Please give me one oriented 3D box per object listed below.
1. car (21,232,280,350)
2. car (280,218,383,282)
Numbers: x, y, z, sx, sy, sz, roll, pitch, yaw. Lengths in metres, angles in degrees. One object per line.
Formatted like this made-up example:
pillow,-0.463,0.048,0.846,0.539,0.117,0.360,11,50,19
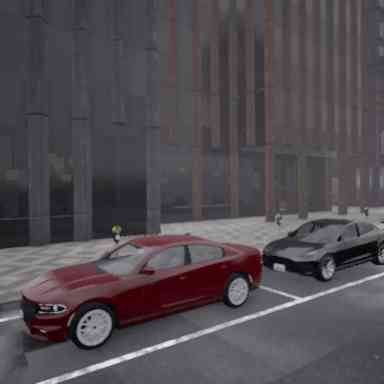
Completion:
car,-0.664,1.506,6.177,4.507,1.381,1.887,-1,0,-36
car,3.924,1.455,9.450,4.313,1.339,1.947,-1,0,-36
